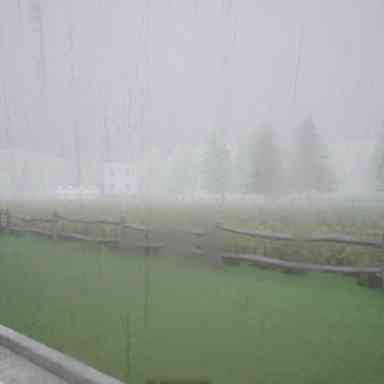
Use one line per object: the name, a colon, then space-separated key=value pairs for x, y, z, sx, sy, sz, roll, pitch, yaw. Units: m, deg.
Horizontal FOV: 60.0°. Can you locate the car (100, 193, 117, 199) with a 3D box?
car: x=-20.171 y=1.194 z=80.454 sx=4.605 sy=1.855 sz=1.932 roll=0 pitch=0 yaw=35
